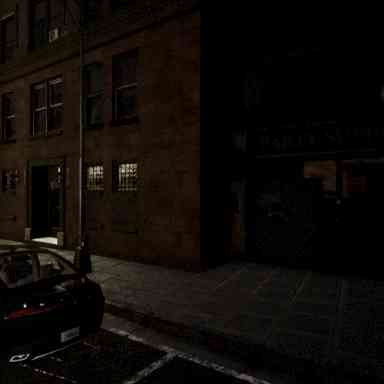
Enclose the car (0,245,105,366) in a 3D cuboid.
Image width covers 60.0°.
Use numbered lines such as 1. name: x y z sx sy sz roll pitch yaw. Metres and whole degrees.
1. car: -3.298 1.551 5.448 4.403 1.369 2.008 0 0 36
